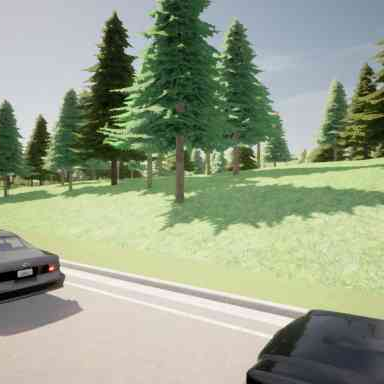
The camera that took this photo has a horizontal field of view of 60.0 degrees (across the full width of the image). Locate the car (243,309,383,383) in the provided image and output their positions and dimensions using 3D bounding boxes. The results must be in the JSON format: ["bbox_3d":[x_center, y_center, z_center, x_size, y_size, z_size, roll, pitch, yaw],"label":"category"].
[{"bbox_3d":[2.680,1.601,2.079,4.718,1.301,1.895,0,0,36],"label":"car"}]

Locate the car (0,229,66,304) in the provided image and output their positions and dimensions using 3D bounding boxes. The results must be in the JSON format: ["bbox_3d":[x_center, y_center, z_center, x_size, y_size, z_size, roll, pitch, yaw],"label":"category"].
[{"bbox_3d":[-5.138,1.547,7.639,5.357,1.411,2.033,0,0,36],"label":"car"}]
